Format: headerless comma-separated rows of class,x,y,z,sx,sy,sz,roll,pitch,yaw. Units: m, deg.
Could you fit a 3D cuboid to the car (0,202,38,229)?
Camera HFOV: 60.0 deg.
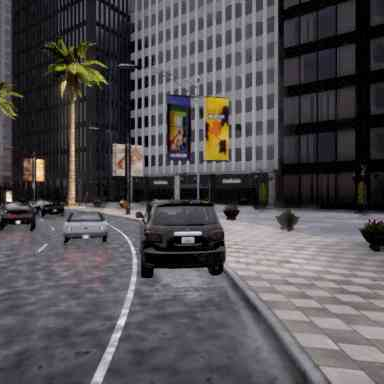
car,-11.191,1.494,21.505,1.837,1.490,4.892,1,0,-27

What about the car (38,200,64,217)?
car,-13.520,1.463,30.976,1.882,1.535,5.008,0,0,-39

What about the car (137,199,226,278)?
car,-0.535,1.216,10.412,2.150,2.045,5.566,0,0,-10

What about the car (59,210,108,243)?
car,-5.187,1.594,16.262,1.895,1.301,4.718,0,0,-17
